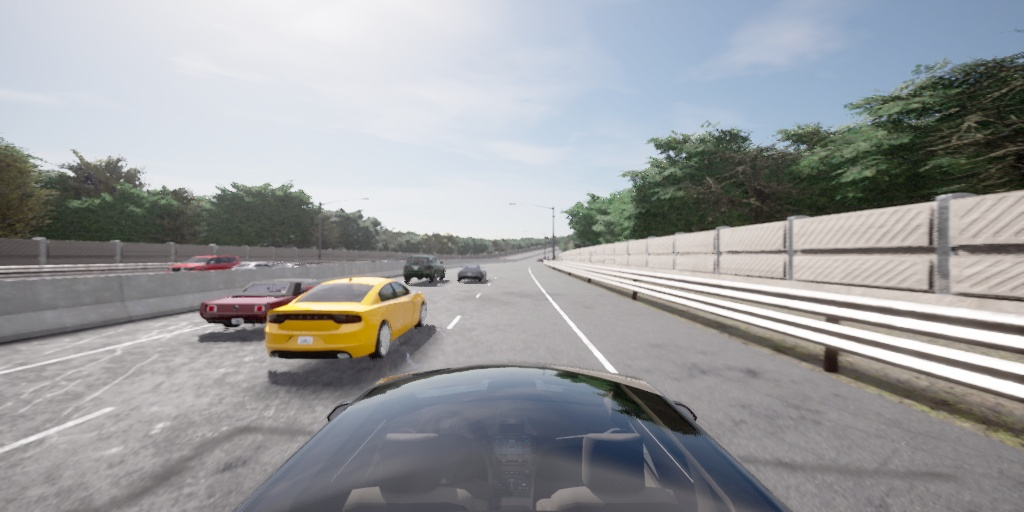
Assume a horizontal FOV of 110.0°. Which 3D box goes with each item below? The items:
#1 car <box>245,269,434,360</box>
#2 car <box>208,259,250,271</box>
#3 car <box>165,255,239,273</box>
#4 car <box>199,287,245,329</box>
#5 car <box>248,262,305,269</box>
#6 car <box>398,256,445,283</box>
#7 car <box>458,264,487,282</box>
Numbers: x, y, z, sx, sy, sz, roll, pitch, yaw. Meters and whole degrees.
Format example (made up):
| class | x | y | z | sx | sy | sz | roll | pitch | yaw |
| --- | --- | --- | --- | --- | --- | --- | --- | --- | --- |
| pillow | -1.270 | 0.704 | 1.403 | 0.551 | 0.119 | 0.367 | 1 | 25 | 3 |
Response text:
| class | x | y | z | sx | sy | sz | roll | pitch | yaw |
| --- | --- | --- | --- | --- | --- | --- | --- | --- | --- |
| car | -3.405 | 1.234 | 8.402 | 1.882 | 1.535 | 5.008 | 0 | 0 | 0 |
| car | -20.909 | 1.250 | 28.649 | 2.128 | 1.511 | 4.902 | 0 | 0 | 1 |
| car | -24.409 | 0.977 | 28.757 | 2.150 | 2.045 | 5.566 | 0 | 0 | 1 |
| car | -6.893 | 1.359 | 11.256 | 1.895 | 1.301 | 4.718 | 0 | 0 | 0 |
| car | -17.428 | 1.308 | 27.972 | 2.033 | 1.411 | 5.357 | 0 | 0 | 1 |
| car | -6.728 | 0.987 | 27.934 | 2.150 | 2.045 | 5.566 | 0 | 0 | 1 |
| car | -3.202 | 1.333 | 29.300 | 1.994 | 1.385 | 4.181 | 0 | 0 | 1 |
